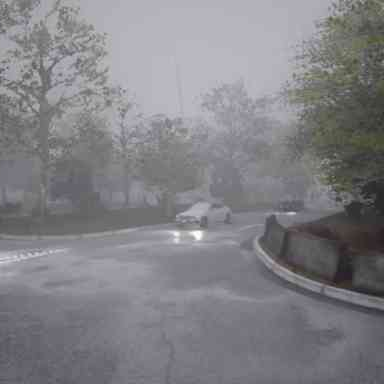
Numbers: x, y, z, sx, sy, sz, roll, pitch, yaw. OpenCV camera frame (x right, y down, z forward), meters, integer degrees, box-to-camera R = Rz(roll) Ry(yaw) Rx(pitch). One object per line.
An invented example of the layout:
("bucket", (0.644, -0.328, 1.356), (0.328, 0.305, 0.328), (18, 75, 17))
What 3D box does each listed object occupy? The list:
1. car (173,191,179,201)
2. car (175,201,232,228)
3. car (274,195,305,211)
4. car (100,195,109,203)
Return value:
("car", (-4.297, 0.936, 61.652), (2.150, 2.045, 5.566), (0, -1, -29))
("car", (0.824, 1.331, 20.509), (1.812, 1.442, 4.674), (-3, -1, 34))
("car", (9.810, 1.115, 33.317), (1.837, 1.490, 4.892), (-3, -1, 35))
("car", (-20.804, 1.604, 74.144), (4.553, 1.767, 2.097), (-2, -1, 27))
